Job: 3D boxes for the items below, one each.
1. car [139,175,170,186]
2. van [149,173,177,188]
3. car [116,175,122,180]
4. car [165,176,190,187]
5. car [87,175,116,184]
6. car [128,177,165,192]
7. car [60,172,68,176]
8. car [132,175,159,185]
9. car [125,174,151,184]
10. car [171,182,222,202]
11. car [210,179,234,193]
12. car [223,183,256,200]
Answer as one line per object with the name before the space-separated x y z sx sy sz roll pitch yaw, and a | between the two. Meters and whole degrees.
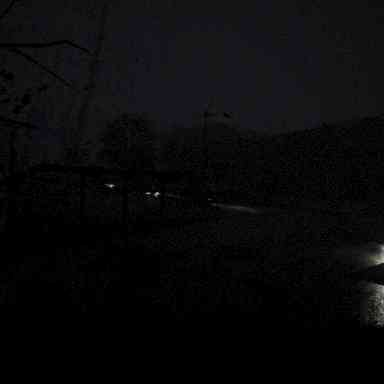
car | -6.275 -1.882 56.385 1.946 1.575 5.366 7 3 34
van | -4.659 -1.832 53.678 1.878 1.987 4.442 7 3 34
car | -15.145 -3.255 68.540 1.946 1.575 5.366 7 3 33
car | -1.095 -1.057 48.900 2.231 1.521 4.892 7 3 34
car | -14.116 -2.234 51.528 1.882 1.535 5.008 2 4 -36
car | -5.830 -0.943 40.274 2.128 1.511 4.902 2 4 -37
car | -31.882 -4.230 82.835 1.895 1.301 4.718 2 -3 -22
car | -8.143 -2.115 58.676 2.002 1.452 4.674 7 3 34
car | -9.923 -2.391 61.111 2.002 1.452 4.674 7 3 34
car | 0.356 0.119 31.894 1.895 1.301 4.718 2 4 -37
car | 4.230 -0.486 41.597 2.435 2.045 5.566 7 3 34
car | 5.959 0.079 39.152 2.002 1.452 4.674 7 3 34
